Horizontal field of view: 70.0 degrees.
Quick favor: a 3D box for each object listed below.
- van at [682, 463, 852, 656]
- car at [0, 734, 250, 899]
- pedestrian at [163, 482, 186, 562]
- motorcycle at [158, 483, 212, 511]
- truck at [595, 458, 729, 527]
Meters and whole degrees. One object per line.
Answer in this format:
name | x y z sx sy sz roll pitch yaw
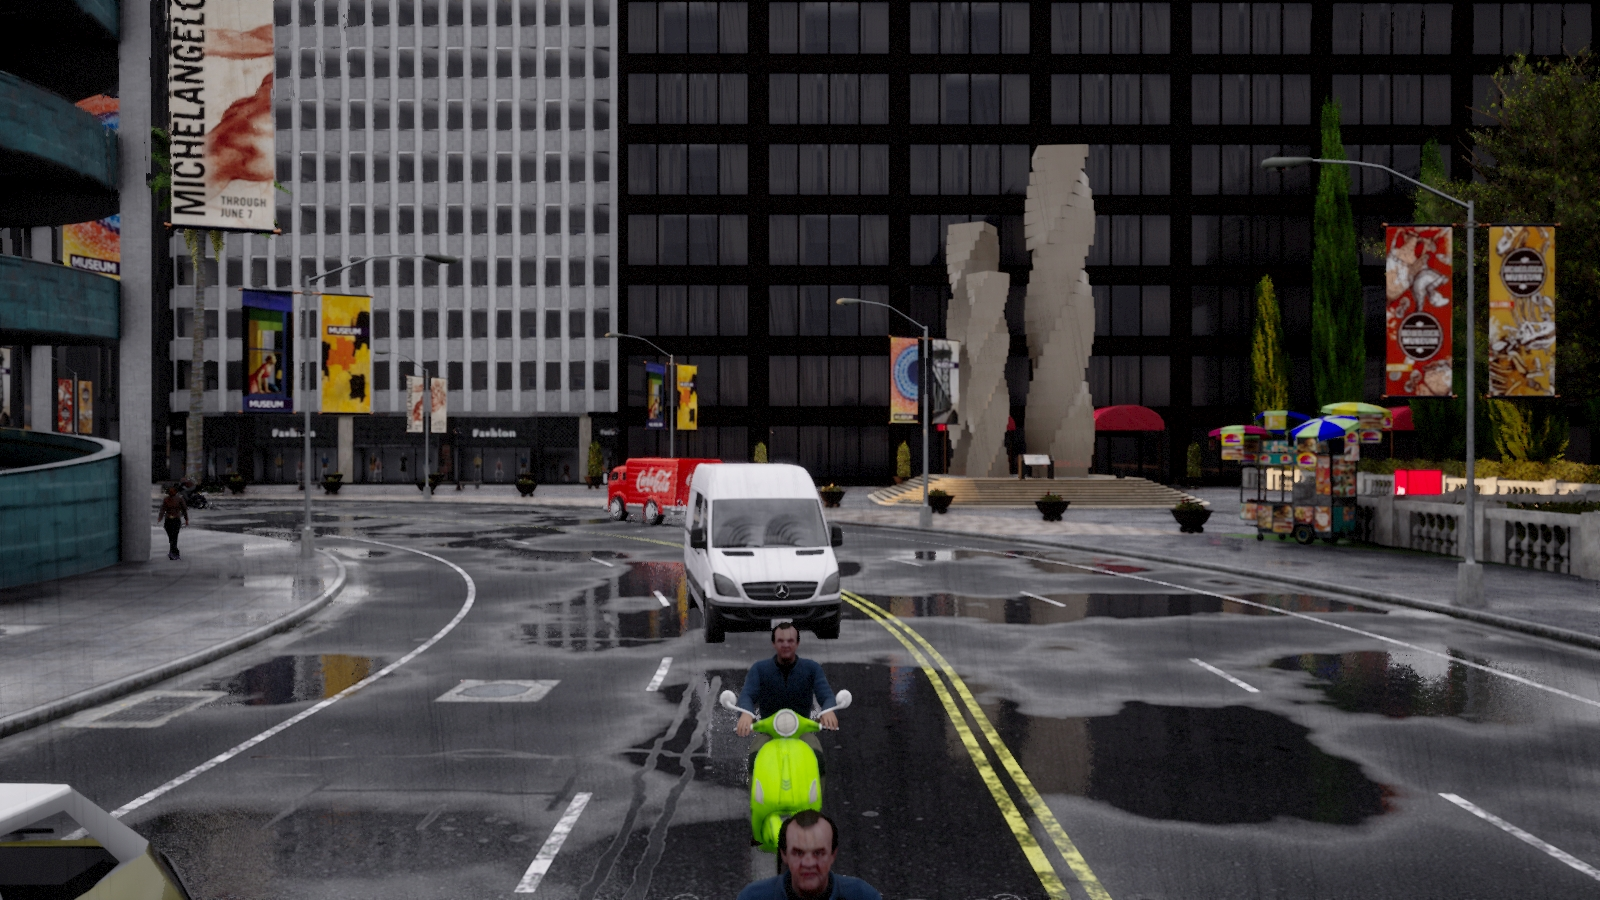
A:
van | -0.750 1.524 18.682 1.988 2.561 5.915 0 0 -10
car | -3.531 2.062 3.412 1.970 1.475 3.806 0 0 0
pedestrian | -14.733 1.681 26.936 0.375 1.860 0.375 0 0 -10
motorcycle | -28.785 2.176 53.484 2.209 1.251 0.867 0 0 13
truck | -5.352 1.545 43.852 2.627 2.467 5.204 0 0 -41
